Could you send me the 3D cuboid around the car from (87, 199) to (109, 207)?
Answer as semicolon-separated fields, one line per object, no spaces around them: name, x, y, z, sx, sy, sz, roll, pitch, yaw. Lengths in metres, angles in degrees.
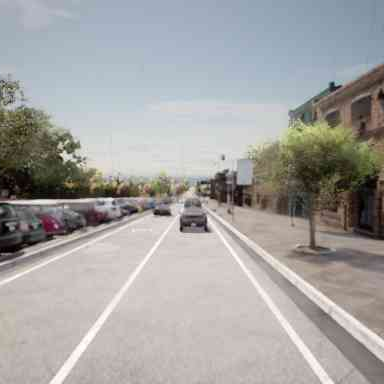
car;-22.044;2.552;78.245;4.553;1.767;2.185;0;-1;0

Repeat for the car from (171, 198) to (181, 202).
car;-3.256;2.183;79.289;2.097;1.767;4.553;0;-1;0

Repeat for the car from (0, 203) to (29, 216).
car;-21.955;2.039;39.128;4.674;1.452;2.002;0;-1;0

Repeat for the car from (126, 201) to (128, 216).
car;-8.861;1.873;31.074;4.892;1.521;2.231;0;-1;0

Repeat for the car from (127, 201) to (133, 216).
car;-8.841;1.943;33.871;4.792;1.488;2.163;0;-1;0

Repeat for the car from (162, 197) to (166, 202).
car;-8.894;2.286;70.312;5.566;2.045;2.435;0;-1;0

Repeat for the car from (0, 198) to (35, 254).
car;-8.874;1.346;11.453;5.566;2.045;2.435;0;-1;0

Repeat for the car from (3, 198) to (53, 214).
car;-21.937;1.842;44.702;5.566;2.045;2.435;0;-1;0

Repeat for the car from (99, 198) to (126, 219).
car;-8.890;1.581;28.271;5.566;2.045;2.435;0;-1;0

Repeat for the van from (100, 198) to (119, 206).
van;-22.146;2.645;89.348;4.442;1.987;1.878;0;-1;0

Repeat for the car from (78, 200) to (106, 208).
car;-21.820;2.578;72.694;5.366;1.575;1.946;0;-1;0

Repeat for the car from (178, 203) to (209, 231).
car;0.099;1.798;23.111;1.837;1.490;4.892;0;0;0

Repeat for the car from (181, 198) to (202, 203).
car;0.098;1.780;40.972;2.150;2.045;5.566;0;-1;0

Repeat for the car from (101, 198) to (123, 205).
car;-22.062;2.668;92.124;5.566;2.045;2.435;0;-1;0

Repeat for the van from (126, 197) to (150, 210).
van;-8.773;1.922;47.888;4.442;1.987;1.878;0;-1;0

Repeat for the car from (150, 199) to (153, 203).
car;-8.865;2.226;50.687;4.792;1.488;2.163;0;-1;0

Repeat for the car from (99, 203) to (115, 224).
car;-8.852;1.792;25.464;5.008;1.535;2.097;0;-1;0

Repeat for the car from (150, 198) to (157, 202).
car;-8.897;2.294;56.293;5.008;1.535;2.097;0;-1;0

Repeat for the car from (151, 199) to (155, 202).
car;-8.869;2.274;53.490;4.792;1.488;2.163;0;-1;0

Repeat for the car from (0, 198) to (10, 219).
car;-21.921;1.661;33.686;5.566;2.045;2.435;0;-1;0

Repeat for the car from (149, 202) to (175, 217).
car;-3.347;2.113;38.098;1.895;1.301;4.718;0;-1;0

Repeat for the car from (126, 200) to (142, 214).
car;-8.873;2.002;39.479;5.008;1.535;2.097;0;-1;0

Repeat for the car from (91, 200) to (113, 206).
car;-21.989;2.755;81.019;4.792;1.488;2.163;0;-1;0

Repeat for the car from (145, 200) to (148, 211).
car;-8.915;2.128;45.081;4.792;1.488;2.163;0;-1;0

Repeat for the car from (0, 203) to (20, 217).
car;-21.948;1.956;36.468;5.008;1.535;2.097;0;-1;0

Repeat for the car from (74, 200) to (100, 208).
car;-22.007;2.534;69.917;4.892;1.521;2.231;0;-1;0

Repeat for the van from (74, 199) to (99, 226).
van;-8.971;1.527;22.664;4.442;1.987;1.878;0;-1;0

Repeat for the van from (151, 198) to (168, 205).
van;-9.071;2.702;92.732;4.442;1.987;1.878;0;-1;0

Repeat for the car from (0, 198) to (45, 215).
car;-21.932;1.796;42.040;5.566;2.045;2.435;0;-1;0

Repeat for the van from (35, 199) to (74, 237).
van;-8.732;1.447;17.058;4.442;1.987;1.878;0;-1;0

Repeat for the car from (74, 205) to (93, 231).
car;-8.845;1.714;19.858;4.892;1.521;2.231;0;-1;0

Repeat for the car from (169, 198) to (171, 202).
car;-8.922;2.628;89.932;5.566;2.045;2.435;0;-1;0

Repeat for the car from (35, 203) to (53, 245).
car;-8.815;1.508;14.252;4.553;1.767;2.185;0;-1;0

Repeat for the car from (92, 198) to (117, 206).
car;-22.050;2.523;83.799;5.566;2.045;2.435;0;-1;0

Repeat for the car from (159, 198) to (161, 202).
car;-8.883;2.314;64.704;4.553;1.767;2.185;0;-1;0

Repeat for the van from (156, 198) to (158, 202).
van;-8.790;2.117;59.100;4.442;1.987;1.878;0;-1;0

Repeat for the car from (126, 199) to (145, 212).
car;-9.067;2.047;42.278;5.366;1.575;1.946;0;-1;0
